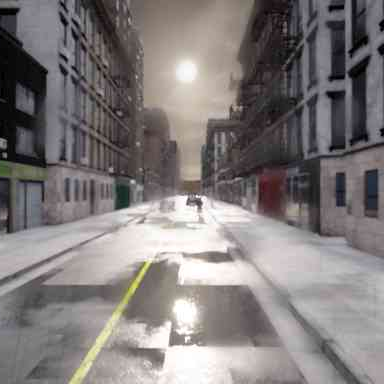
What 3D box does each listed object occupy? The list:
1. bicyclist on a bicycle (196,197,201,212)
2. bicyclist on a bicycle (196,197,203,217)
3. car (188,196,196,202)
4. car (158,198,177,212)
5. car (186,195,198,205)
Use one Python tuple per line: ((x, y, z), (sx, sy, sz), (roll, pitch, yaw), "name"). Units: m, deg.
((0.744, 1.459, 39.162), (0.582, 1.620, 1.656), (0, 0, 0), "bicyclist on a bicycle")
((0.747, 1.379, 30.333), (0.659, 1.776, 1.843), (0, 0, 0), "bicyclist on a bicycle")
((-0.024, 1.581, 75.668), (1.895, 1.301, 4.718), (0, 0, 0), "car")
((-2.849, 1.498, 39.242), (2.128, 1.511, 4.902), (0, 0, 0), "car")
((0.020, 1.349, 58.199), (2.097, 1.767, 4.553), (0, 0, 0), "car")
